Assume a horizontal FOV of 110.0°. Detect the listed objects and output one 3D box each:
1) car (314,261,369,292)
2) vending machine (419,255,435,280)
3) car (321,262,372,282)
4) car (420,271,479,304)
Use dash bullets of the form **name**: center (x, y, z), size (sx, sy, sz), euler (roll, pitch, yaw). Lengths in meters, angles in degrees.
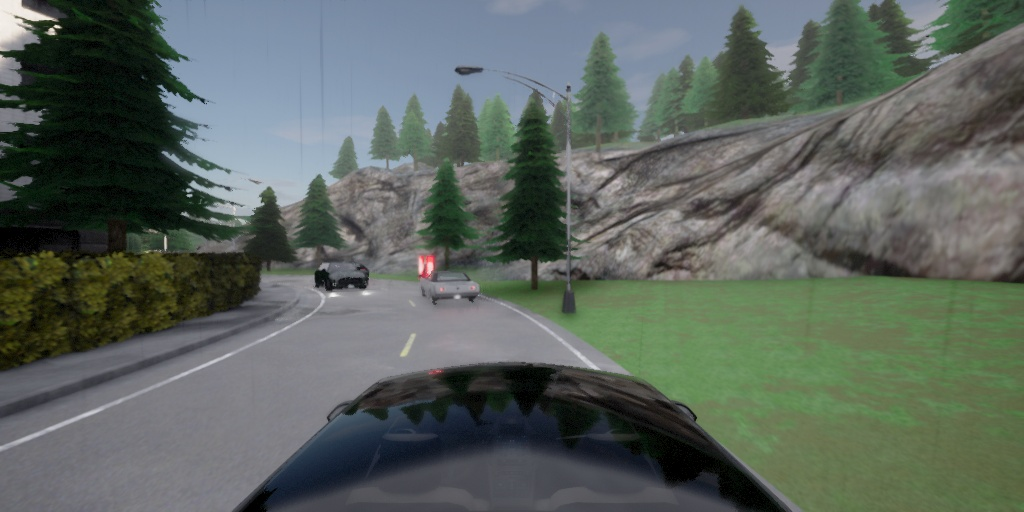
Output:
- **car**: center (-10.339, 1.108, 21.594), size (2.097, 1.767, 4.553), euler (0, 0, -40)
- **vending machine**: center (-6.866, 0.943, 28.915), size (1.100, 2.100, 0.880), euler (0, 0, -44)
- **car**: center (-13.956, 1.262, 30.161), size (4.892, 1.490, 1.837), euler (0, -1, 38)
- **car**: center (-3.029, 1.348, 16.491), size (1.895, 1.301, 4.718), euler (0, 0, -22)
